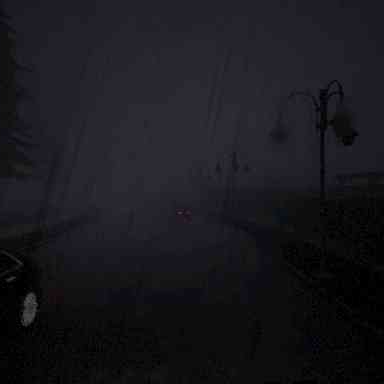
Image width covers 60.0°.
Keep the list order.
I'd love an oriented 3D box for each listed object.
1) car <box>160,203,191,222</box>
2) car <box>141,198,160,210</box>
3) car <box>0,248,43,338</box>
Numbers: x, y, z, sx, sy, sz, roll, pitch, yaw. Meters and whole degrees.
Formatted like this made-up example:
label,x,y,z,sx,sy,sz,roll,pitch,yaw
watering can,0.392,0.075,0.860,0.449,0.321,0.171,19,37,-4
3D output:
label,x,y,z,sx,sy,sz,roll,pitch,yaw
car,-1.215,1.570,26.714,2.033,1.411,5.357,0,0,-8
car,-5.309,1.561,43.534,1.812,1.442,4.674,0,0,-18
car,-3.565,1.510,4.042,1.837,1.490,4.892,0,-1,0
